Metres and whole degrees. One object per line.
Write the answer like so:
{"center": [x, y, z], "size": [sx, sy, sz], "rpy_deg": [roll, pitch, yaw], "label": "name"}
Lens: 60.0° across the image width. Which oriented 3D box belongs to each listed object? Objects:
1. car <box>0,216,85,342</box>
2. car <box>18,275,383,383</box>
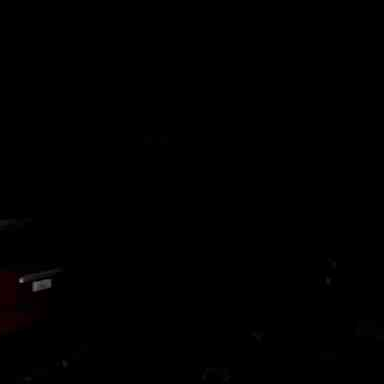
{"center": [-3.977, 1.359, 5.908], "size": [5.009, 1.841, 2.192], "rpy_deg": [0, 0, 35], "label": "car"}
{"center": [0.635, 1.588, 2.624], "size": [4.206, 1.307, 1.802], "rpy_deg": [0, 0, 35], "label": "car"}
